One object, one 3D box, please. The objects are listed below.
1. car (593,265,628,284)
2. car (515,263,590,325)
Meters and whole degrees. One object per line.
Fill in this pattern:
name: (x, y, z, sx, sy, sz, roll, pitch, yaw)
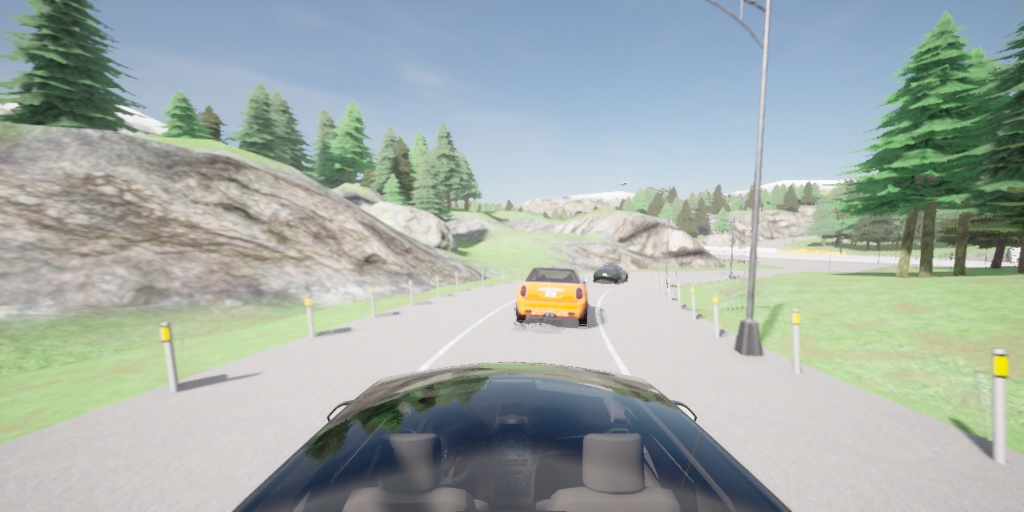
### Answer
car: (8.020, 1.396, 28.888, 1.994, 1.385, 4.181, 3, 1, 30)
car: (1.499, 1.089, 12.100, 2.097, 1.767, 4.553, 2, 0, 11)
